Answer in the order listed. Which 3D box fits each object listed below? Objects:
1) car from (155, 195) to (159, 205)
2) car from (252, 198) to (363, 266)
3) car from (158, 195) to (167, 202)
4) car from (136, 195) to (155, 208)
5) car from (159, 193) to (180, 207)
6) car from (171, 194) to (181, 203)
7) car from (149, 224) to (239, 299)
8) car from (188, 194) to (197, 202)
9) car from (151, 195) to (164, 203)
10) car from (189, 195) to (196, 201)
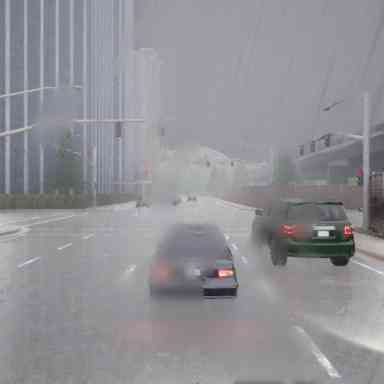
[{"bbox_3d":[-7.050,1.352,58.094,2.097,1.767,4.553,0,0,0],"label":"car"},{"bbox_3d":[3.577,1.221,11.674,2.150,2.045,5.566,0,0,1],"label":"car"},{"bbox_3d":[-6.961,1.516,78.269,1.812,1.442,4.674,0,0,0],"label":"car"},{"bbox_3d":[-7.067,1.504,48.902,1.837,1.490,4.892,0,0,0],"label":"car"},{"bbox_3d":[-3.561,1.221,52.829,2.150,2.045,5.566,0,0,0],"label":"car"},{"bbox_3d":[-3.464,1.355,72.558,2.097,1.767,4.553,0,0,0],"label":"car"},{"bbox_3d":[0.059,1.547,8.642,2.033,1.411,5.357,0,0,1],"label":"car"},{"bbox_3d":[0.039,1.355,78.660,2.097,1.767,4.553,0,0,0],"label":"car"},{"bbox_3d":[-6.979,1.491,68.031,2.128,1.511,4.902,0,0,0],"label":"car"},{"bbox_3d":[0.045,1.500,88.905,1.837,1.490,4.892,0,0,0],"label":"car"}]
